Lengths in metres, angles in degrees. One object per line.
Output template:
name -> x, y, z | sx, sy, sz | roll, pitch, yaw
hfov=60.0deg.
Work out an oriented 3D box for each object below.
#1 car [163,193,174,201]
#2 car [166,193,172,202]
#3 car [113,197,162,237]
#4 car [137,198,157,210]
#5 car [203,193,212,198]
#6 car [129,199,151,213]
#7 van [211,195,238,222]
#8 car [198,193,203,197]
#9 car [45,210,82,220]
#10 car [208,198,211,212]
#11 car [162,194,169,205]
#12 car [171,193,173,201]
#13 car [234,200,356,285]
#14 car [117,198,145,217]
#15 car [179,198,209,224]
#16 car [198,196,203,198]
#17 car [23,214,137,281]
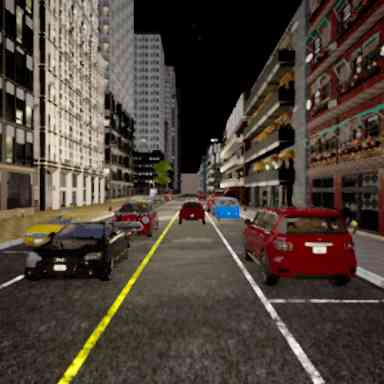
car -> -5.720, 1.256, 81.544 | 2.192, 1.841, 5.009 | 0, 0, 0
car -> -5.716, 1.527, 70.443 | 1.802, 1.307, 4.206 | 0, 0, 0
car -> -3.007, 1.333, 17.814 | 2.097, 1.767, 4.553 | 0, 0, 0
car -> -5.707, 1.511, 42.688 | 2.008, 1.369, 4.403 | 0, 0, 0
car -> 2.675, 1.279, 37.140 | 2.192, 1.841, 5.009 | 0, 0, 0
car -> -5.705, 1.490, 36.967 | 1.752, 1.417, 4.829 | 0, 0, 0
van -> 2.679, 1.314, 26.039 | 1.690, 1.788, 3.998 | 0, 0, 0
car -> 2.658, 1.254, 87.099 | 2.192, 1.841, 5.009 | 0, 0, 0
car -> -5.697, 1.510, 14.763 | 1.752, 1.417, 4.829 | 0, 0, 0
car -> 2.678, 1.519, 31.590 | 2.008, 1.369, 4.403 | 0, 0, 0
car -> -5.713, 1.501, 59.340 | 2.008, 1.369, 4.403 | 0, 0, 0
car -> -5.719, 1.383, 75.993 | 1.967, 1.590, 4.097 | 0, 0, 0
car -> 2.684, 1.305, 9.386 | 2.192, 1.841, 5.009 | 0, 0, 0
car -> -5.703, 1.409, 31.586 | 1.967, 1.590, 4.097 | 0, 0, 0
car -> 0.022, 1.452, 24.848 | 1.882, 1.535, 5.008 | 0, 0, 0
car -> 0.063, 1.562, 41.913 | 1.895, 1.301, 4.718 | 0, 0, 0
car -> -3.053, 1.553, 9.688 | 1.994, 1.385, 4.181 | 0, 0, 0
